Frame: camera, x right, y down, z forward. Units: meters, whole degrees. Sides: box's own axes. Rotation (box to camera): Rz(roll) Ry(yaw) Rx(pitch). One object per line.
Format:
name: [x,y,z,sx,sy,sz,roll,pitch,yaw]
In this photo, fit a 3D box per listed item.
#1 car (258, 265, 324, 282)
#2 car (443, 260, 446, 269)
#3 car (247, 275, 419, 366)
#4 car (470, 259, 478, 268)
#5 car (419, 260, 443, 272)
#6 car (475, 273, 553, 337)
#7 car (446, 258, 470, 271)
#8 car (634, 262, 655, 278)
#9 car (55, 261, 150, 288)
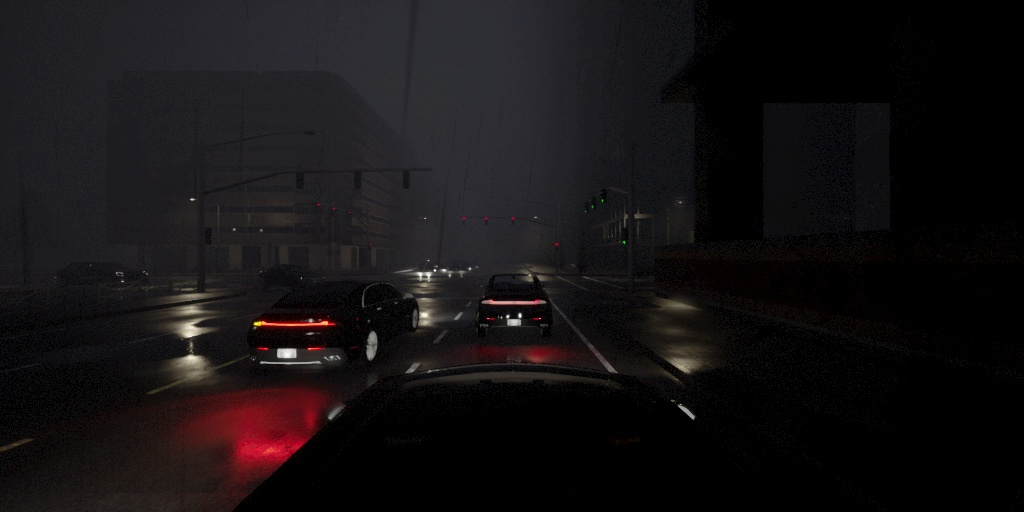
car: [-13.420,1.271,21.891,4.902,1.511,2.128,0,-1,28]
car: [-10.979,1.350,56.882,1.895,1.301,4.718,0,0,1]
car: [-3.454,1.255,7.953,1.837,1.490,4.892,0,0,0]
car: [-7.437,1.313,60.327,1.994,1.385,4.181,0,0,1]
car: [-11.005,1.241,47.538,2.128,1.511,4.902,0,0,0]
car: [0.055,1.241,10.274,2.128,1.511,4.902,0,0,0]
car: [-7.512,1.227,50.310,1.882,1.535,5.008,0,0,0]
car: [13.932,1.296,34.272,4.902,1.511,2.128,0,0,0]
car: [-26.833,1.157,23.623,4.553,1.767,2.097,0,0,0]
